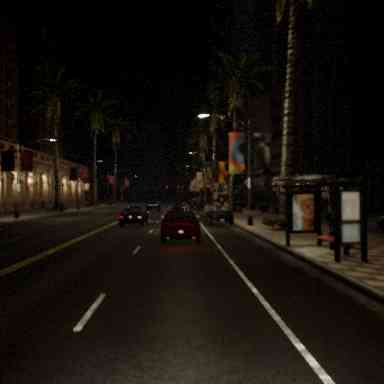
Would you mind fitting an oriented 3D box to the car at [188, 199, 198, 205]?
[{"bbox_3d":[0.182,2.304,77.076,2.161,1.482,4.786,0,-1,-2],"label":"car"}]

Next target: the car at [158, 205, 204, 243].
[{"bbox_3d":[-0.600,1.662,17.396,1.882,1.535,5.008,0,-1,-2],"label":"car"}]

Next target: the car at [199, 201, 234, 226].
[{"bbox_3d":[2.041,1.733,25.807,2.231,1.521,4.892,0,-1,-2],"label":"car"}]

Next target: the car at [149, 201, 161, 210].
[{"bbox_3d":[-5.358,2.014,47.142,2.128,1.511,4.902,0,-1,-2],"label":"car"}]

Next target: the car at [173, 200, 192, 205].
[{"bbox_3d":[-1.371,1.925,35.758,2.033,1.411,5.357,0,-1,-2],"label":"car"}]

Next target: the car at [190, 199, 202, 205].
[{"bbox_3d":[0.804,1.916,55.156,2.185,1.767,4.553,0,-1,-2],"label":"car"}]

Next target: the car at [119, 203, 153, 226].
[{"bbox_3d":[-4.457,1.846,25.962,2.033,1.411,5.357,0,-1,-2],"label":"car"}]
